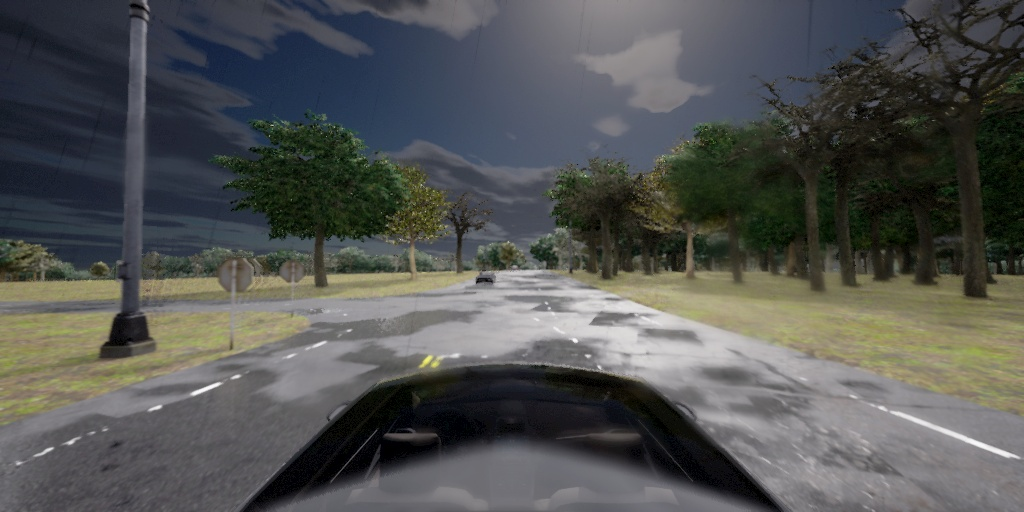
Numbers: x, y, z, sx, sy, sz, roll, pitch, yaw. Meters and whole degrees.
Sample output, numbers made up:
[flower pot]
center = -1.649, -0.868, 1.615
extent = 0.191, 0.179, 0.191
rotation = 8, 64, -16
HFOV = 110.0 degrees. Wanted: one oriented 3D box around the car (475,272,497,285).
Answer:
[car]
center = -2.704, 2.308, 37.583
extent = 1.895, 1.301, 4.718
rotation = -1, -1, 2
